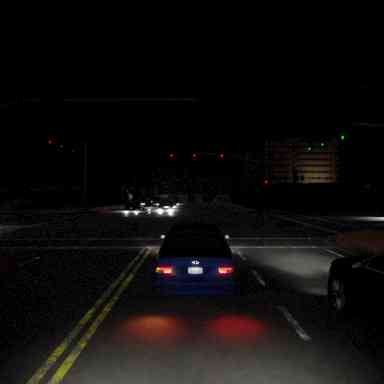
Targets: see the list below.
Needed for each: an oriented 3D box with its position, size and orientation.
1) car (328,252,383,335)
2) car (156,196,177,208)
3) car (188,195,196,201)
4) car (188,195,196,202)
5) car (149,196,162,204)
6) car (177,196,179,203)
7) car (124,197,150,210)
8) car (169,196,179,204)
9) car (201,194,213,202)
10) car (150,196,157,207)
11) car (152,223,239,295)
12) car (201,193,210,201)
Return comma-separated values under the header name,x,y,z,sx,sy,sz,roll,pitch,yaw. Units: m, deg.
name,x,y,z,sx,sy,sz,roll,pitch,yaw
car,3.560,1.491,4.624,2.128,1.511,4.902,0,0,0
car,-3.630,1.601,47.563,1.895,1.301,4.718,0,0,0
car,-0.057,1.425,84.641,1.994,1.385,4.181,0,0,0
car,-0.050,1.531,74.368,2.033,1.411,5.357,0,0,0
car,-7.080,1.547,65.044,2.033,1.411,5.357,0,0,0
car,-3.622,1.492,56.880,2.128,1.511,4.902,0,0,0
car,-7.170,1.547,42.314,2.033,1.411,5.357,0,0,2
car,-3.566,1.505,66.926,1.837,1.490,4.892,0,0,0
car,3.450,1.344,74.660,2.097,1.767,4.553,0,0,0
car,-7.128,1.505,51.956,1.837,1.490,4.892,0,0,0
car,0.077,1.547,8.868,2.033,1.411,5.357,0,0,0
car,3.443,1.228,84.616,2.097,1.767,4.553,0,0,0
